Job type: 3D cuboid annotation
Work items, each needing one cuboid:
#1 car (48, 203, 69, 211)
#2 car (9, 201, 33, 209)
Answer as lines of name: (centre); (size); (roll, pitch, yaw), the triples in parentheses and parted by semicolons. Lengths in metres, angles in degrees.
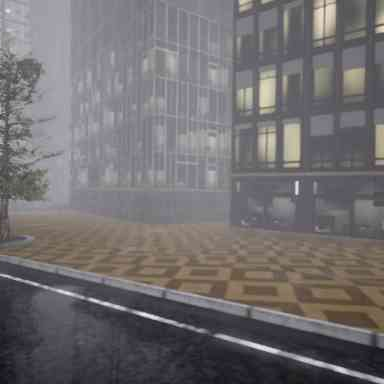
car: (-22.032, 2.458, 56.646); (4.507, 1.381, 1.887); (0, 1, -34)
car: (-31.159, 2.309, 59.951); (4.403, 1.369, 2.008); (0, 1, -34)
